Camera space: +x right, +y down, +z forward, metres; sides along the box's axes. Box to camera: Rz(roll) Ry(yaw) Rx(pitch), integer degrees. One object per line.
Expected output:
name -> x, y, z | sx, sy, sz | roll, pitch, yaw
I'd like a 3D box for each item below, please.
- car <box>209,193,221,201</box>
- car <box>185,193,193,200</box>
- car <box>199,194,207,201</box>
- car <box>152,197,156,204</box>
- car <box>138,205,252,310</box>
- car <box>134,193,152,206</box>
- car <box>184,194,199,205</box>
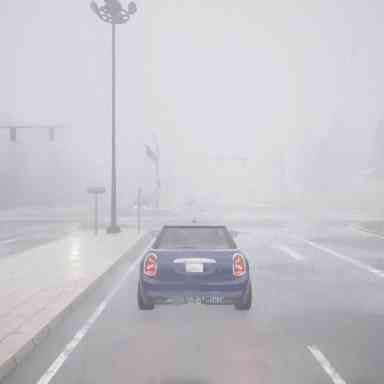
car -> 6.241, 1.215, 85.084 | 2.150, 2.045, 5.566 | 0, 0, -1
car -> -0.942, 1.189, 95.643 | 2.150, 2.045, 5.566 | 0, 0, -1
car -> 2.736, 1.513, 85.350 | 1.812, 1.442, 4.674 | 0, 0, -1
car -> -8.454, 1.564, 65.561 | 1.994, 1.385, 4.181 | 0, 0, 0
car -> 0.060, 1.352, 7.964 | 2.097, 1.767, 4.553 | 0, 0, 0
car -> -8.334, 1.352, 55.615 | 2.097, 1.767, 4.553 | 0, 0, -1
car -> -0.235, 1.526, 54.784 | 1.812, 1.442, 4.674 | 0, 0, -1
